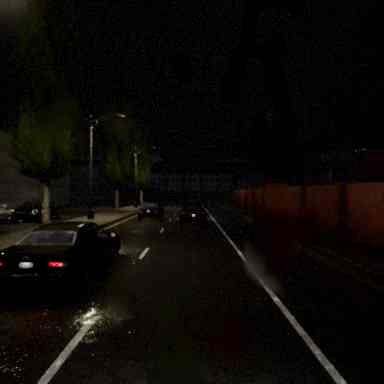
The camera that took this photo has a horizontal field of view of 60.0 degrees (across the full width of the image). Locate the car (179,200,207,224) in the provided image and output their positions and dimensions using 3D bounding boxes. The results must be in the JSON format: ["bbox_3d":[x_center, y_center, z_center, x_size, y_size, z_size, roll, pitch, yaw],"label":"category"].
[{"bbox_3d":[0.103,1.560,24.652,1.994,1.385,4.181,0,0,0],"label":"car"}]

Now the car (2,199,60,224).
[{"bbox_3d":[-11.588,1.349,24.724,2.097,1.767,4.553,0,0,0],"label":"car"}]

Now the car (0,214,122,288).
[{"bbox_3d":[-3.398,1.546,9.326,2.033,1.411,5.357,0,0,0],"label":"car"}]

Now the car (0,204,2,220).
[{"bbox_3d":[-15.090,1.597,25.265,1.895,1.301,4.718,0,0,0],"label":"car"}]

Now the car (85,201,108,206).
[{"bbox_3d":[-11.495,1.205,40.379,1.895,1.301,4.718,0,0,0],"label":"car"}]

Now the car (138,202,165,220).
[{"bbox_3d":[-3.396,1.544,28.298,2.033,1.411,5.357,0,0,0],"label":"car"}]
